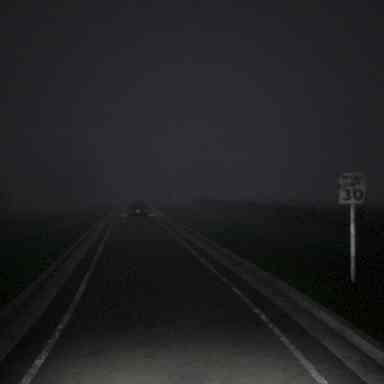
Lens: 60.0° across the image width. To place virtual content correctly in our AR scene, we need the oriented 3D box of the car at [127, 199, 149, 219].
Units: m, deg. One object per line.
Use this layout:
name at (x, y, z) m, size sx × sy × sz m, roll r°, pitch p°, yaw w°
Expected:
car at (-4.810, 1.619, 29.677) m, size 2.033 × 1.411 × 5.357 m, roll 0°, pitch 0°, yaw -9°

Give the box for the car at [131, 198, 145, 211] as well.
car at (-7.230, 1.633, 44.776) m, size 1.812 × 1.442 × 4.674 m, roll 0°, pitch 0°, yaw -9°
